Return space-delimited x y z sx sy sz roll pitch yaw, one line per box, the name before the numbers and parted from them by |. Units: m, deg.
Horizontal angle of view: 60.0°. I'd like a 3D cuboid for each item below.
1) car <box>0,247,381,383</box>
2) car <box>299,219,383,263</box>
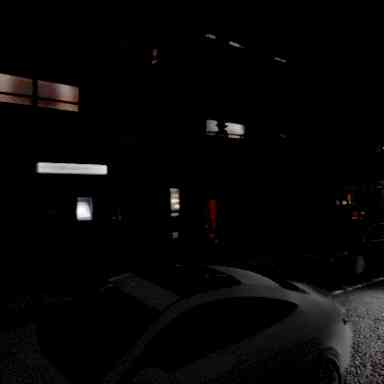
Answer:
car | -0.325 1.523 3.137 4.674 1.442 1.812 0 0 -35
car | 4.997 1.534 10.127 4.403 1.369 2.008 0 0 -35
